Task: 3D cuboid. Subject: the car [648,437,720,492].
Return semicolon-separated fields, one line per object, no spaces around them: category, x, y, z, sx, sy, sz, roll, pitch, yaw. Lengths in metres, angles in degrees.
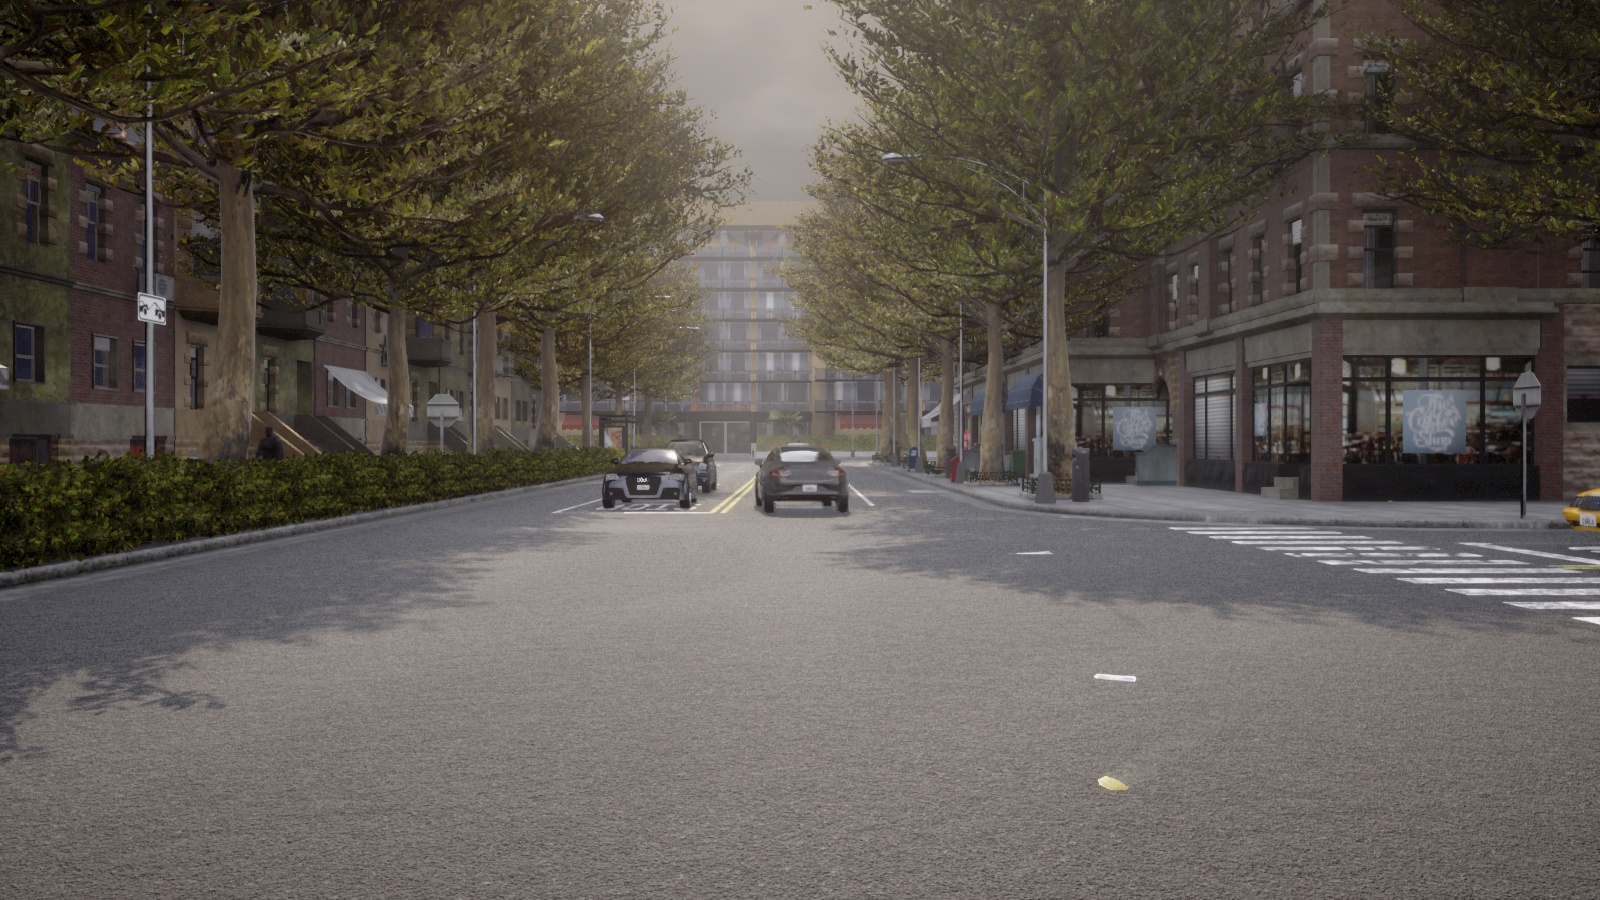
car;-3.528;0.422;38.868;1.851;1.617;3.988;0;0;0

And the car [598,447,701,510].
car;-3.518;0.638;30.072;1.994;1.385;4.181;0;0;0

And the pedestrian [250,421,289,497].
pedestrian;-13.178;0.216;31.210;0.563;1.883;0.849;0;0;5

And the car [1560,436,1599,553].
car;13.403;0.601;16.829;5.366;1.575;1.801;0;0;-1

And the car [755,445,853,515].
car;-0.006;0.612;28.459;1.812;1.442;4.674;0;0;-5
